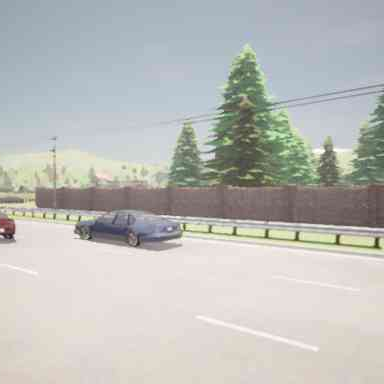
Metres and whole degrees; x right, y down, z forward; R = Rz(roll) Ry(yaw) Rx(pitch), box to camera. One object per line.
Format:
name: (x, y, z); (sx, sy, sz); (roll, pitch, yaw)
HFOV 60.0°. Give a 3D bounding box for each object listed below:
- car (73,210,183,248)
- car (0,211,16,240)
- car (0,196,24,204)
car: (-2.931, 1.503, 14.658); (5.357, 1.411, 2.033); (0, 0, 36)
car: (-9.914, 1.455, 15.353); (4.674, 1.442, 1.812); (0, 0, 36)
car: (-29.606, 1.332, 53.856); (4.181, 1.385, 1.994); (0, 0, -25)
